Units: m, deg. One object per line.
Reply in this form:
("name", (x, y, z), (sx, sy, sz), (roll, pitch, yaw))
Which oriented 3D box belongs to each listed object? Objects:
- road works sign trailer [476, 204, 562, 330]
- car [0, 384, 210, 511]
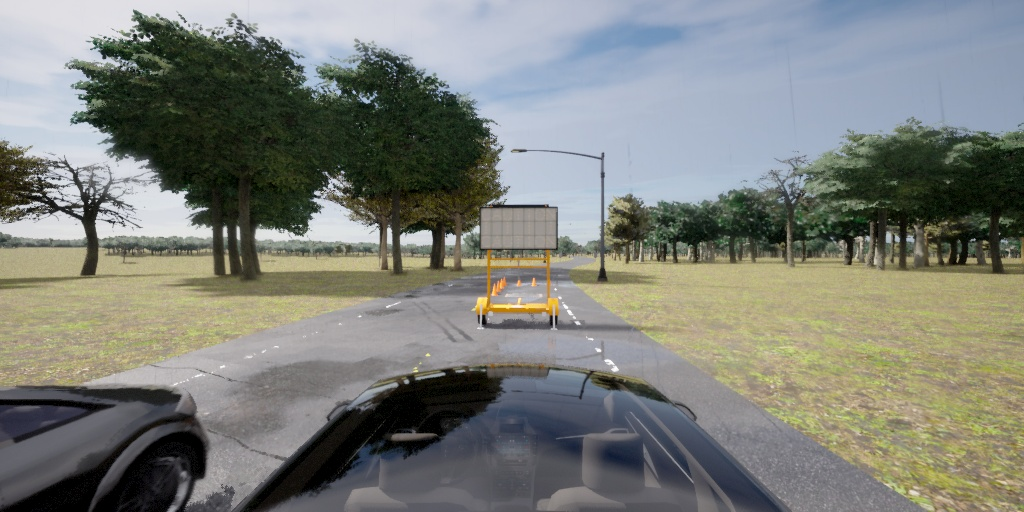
("road works sign trailer", (0.208, 0.215, 11.139), (2.380, 3.560, 2.880), (0, 0, 3))
("car", (-3.409, 1.314, 1.099), (1.994, 1.385, 4.181), (0, 0, 0))
